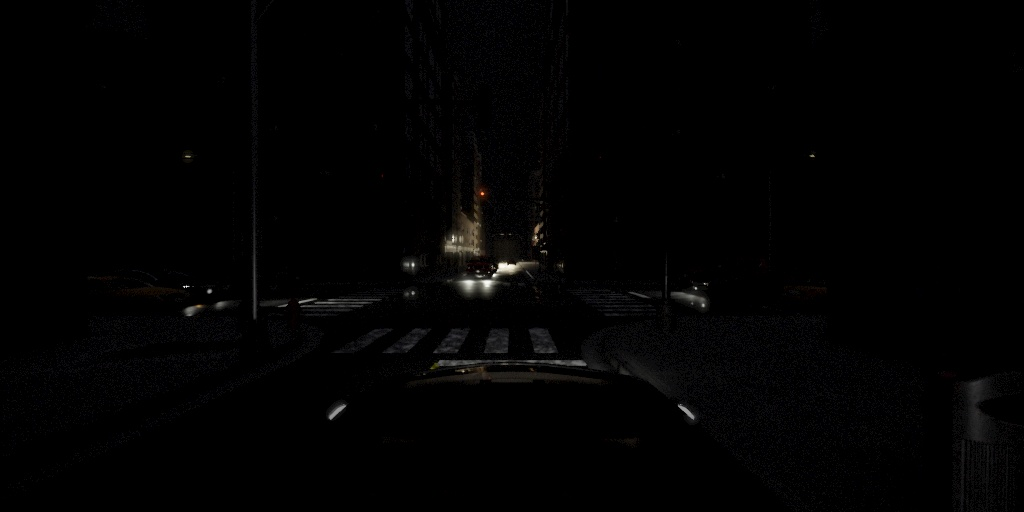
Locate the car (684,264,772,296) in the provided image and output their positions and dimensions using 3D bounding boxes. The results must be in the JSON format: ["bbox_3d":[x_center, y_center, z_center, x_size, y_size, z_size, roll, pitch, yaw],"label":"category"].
[{"bbox_3d":[12.137,1.276,18.369,5.357,1.411,2.033,0,0,3],"label":"car"}]

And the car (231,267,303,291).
[{"bbox_3d":[-14.566,1.308,20.933,4.313,1.339,1.948,0,0,0],"label":"car"}]

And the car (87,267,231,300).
[{"bbox_3d":[-15.480,1.260,15.433,4.902,1.511,2.128,0,0,0],"label":"car"}]

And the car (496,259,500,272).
[{"bbox_3d":[-2.922,0.956,43.903,2.150,2.045,5.566,0,0,0],"label":"car"}]

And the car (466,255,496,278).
[{"bbox_3d":[-2.906,0.963,33.514,2.150,2.045,5.566,0,0,0],"label":"car"}]

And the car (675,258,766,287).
[{"bbox_3d":[12.317,1.031,20.945,5.009,1.841,2.192,0,0,0],"label":"car"}]

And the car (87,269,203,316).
[{"bbox_3d":[-14.402,1.305,12.908,4.829,1.417,1.751,0,0,0],"label":"car"}]

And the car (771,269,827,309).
[{"bbox_3d":[12.482,1.280,12.920,4.829,1.417,1.751,0,0,0],"label":"car"}]
